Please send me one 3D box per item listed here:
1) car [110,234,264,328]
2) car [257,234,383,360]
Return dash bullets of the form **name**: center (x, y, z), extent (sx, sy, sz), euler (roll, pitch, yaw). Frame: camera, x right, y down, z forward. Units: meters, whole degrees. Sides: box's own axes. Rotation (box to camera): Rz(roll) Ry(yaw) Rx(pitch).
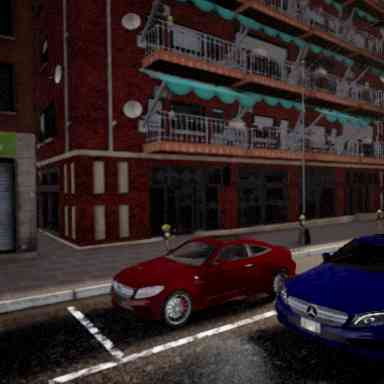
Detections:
- **car**: center (0.441, 1.580, 6.891), extent (4.206, 1.307, 1.802), euler (0, -1, -35)
- **car**: center (3.504, 1.524, 5.878), extent (4.674, 1.442, 1.812), euler (-1, 1, -36)
